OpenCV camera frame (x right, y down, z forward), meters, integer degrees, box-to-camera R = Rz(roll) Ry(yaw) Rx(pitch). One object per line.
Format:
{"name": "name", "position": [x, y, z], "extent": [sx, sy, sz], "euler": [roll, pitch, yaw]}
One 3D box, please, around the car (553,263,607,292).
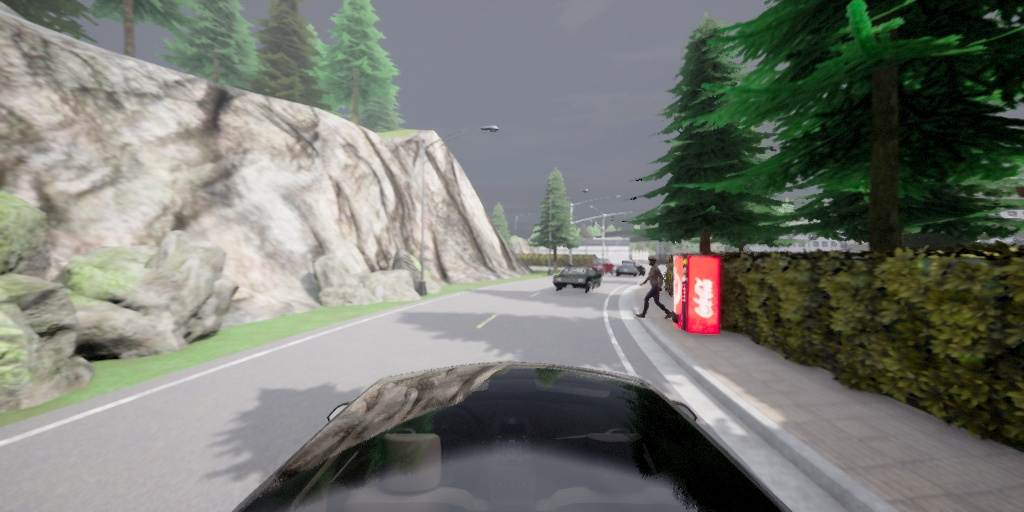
{"name": "car", "position": [3.938, 1.291, 20.700], "extent": [1.895, 1.301, 4.718], "euler": [1, 0, 25]}

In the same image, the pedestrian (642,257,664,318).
{"name": "pedestrian", "position": [4.042, 0.890, 10.311], "extent": [0.375, 1.860, 0.375], "euler": [1, 0, 12]}

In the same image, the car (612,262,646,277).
{"name": "car", "position": [11.481, 1.265, 34.494], "extent": [1.994, 1.385, 4.181], "euler": [1, 0, 33]}

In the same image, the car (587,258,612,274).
{"name": "car", "position": [8.844, 1.020, 36.636], "extent": [2.097, 1.767, 4.553], "euler": [1, 0, 32]}

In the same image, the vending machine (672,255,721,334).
{"name": "vending machine", "position": [4.686, 0.958, 9.160], "extent": [1.100, 2.100, 0.880], "euler": [0, 0, 11]}
